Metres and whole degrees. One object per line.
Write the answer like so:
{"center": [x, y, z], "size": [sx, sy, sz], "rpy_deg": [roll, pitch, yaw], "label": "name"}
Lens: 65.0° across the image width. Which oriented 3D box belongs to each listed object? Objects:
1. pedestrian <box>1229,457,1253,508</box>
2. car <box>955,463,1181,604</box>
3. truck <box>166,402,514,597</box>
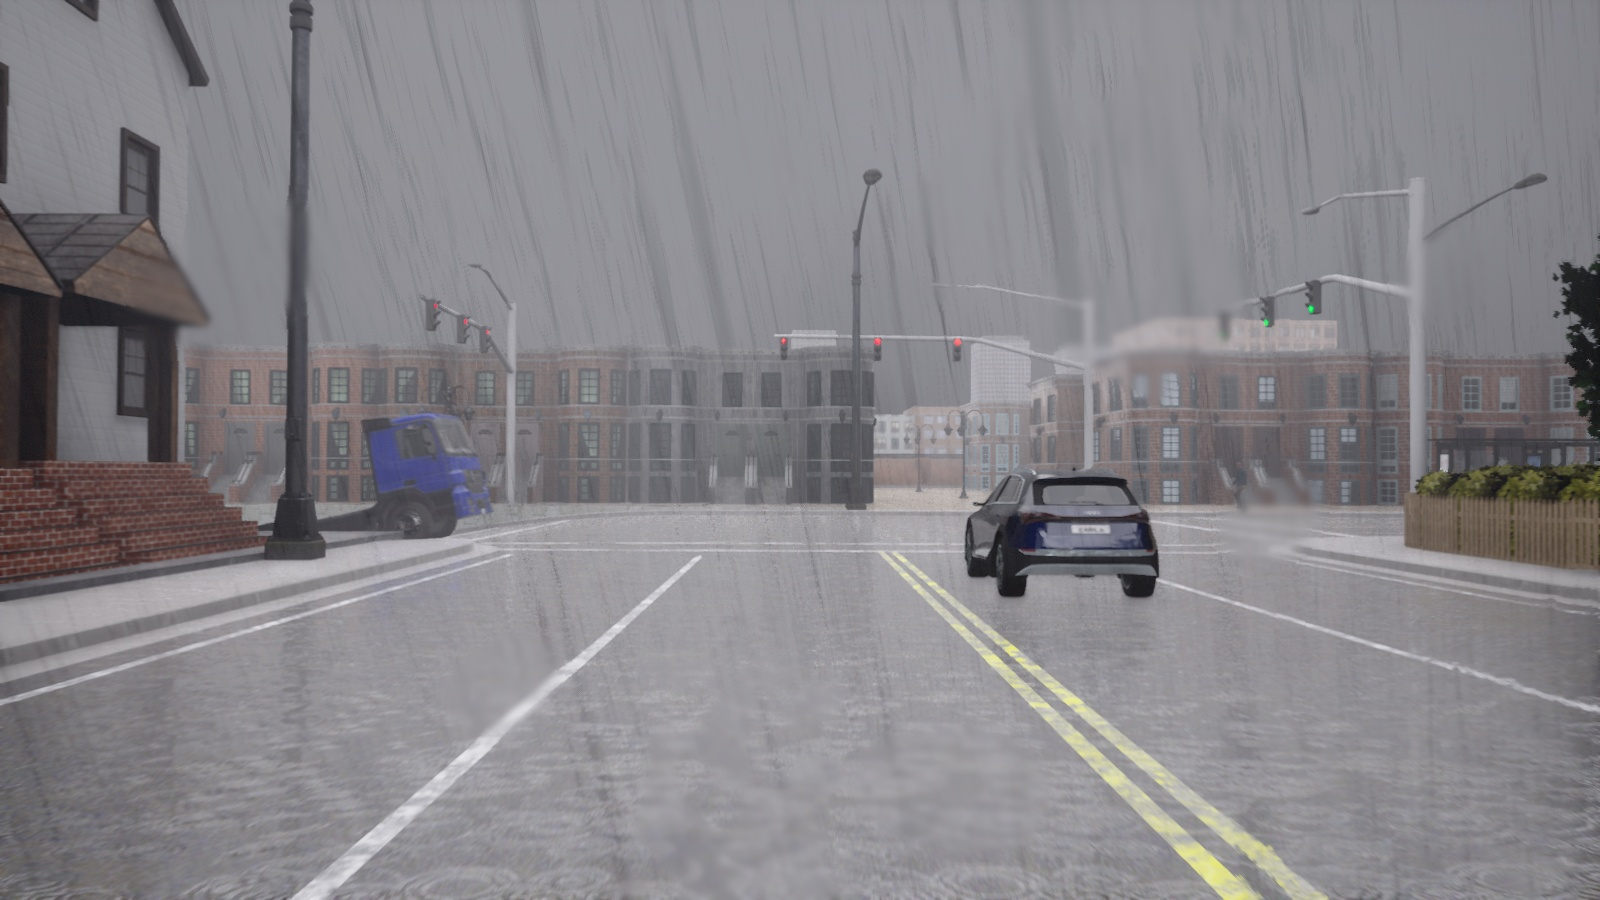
{"center": [15.948, 1.162, 45.402], "size": [0.726, 1.842, 0.402], "rpy_deg": [0, -1, -2], "label": "pedestrian"}
{"center": [3.459, 1.019, 17.220], "size": [2.033, 1.649, 4.856], "rpy_deg": [0, -1, 0], "label": "car"}
{"center": [-12.412, 1.326, 34.423], "size": [7.936, 3.462, 2.891], "rpy_deg": [-13, -1, -1], "label": "truck"}
